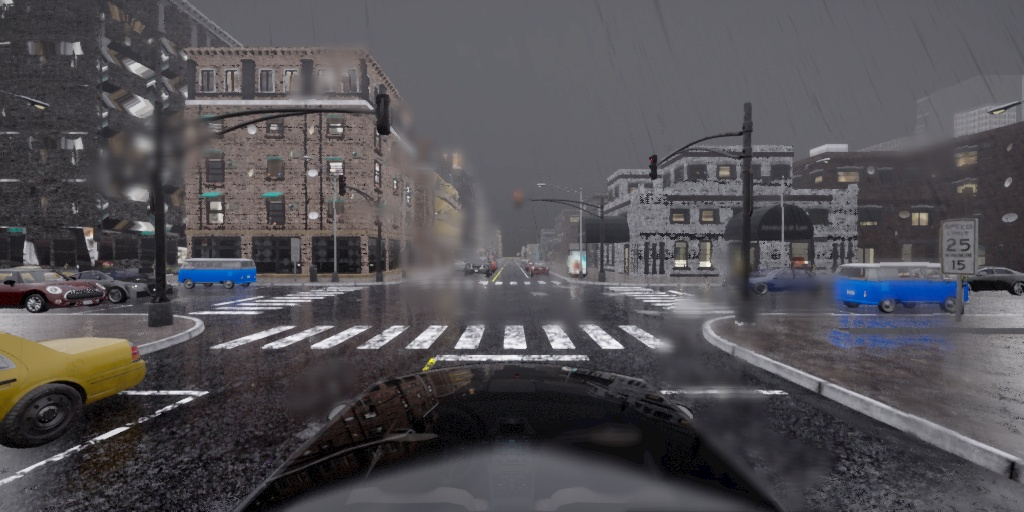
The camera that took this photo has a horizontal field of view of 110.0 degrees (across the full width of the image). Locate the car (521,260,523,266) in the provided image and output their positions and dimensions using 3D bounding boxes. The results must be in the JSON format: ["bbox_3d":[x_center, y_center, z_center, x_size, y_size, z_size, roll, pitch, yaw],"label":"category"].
[{"bbox_3d":[2.656,1.321,52.331,2.007,1.370,4.403,0,0,0],"label":"car"}]

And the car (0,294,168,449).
[{"bbox_3d":[-5.692,1.275,2.598,1.751,1.417,4.829,0,0,0],"label":"car"}]

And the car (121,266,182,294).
[{"bbox_3d":[-17.743,1.296,15.869,4.181,1.385,1.994,0,0,-1],"label":"car"}]

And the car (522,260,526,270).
[{"bbox_3d":[2.660,1.347,46.634,1.802,1.307,4.207,0,0,0],"label":"car"}]

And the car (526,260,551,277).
[{"bbox_3d":[2.668,1.195,35.241,1.967,1.591,4.097,0,0,0],"label":"car"}]

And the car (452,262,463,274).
[{"bbox_3d":[-5.717,1.310,40.920,2.007,1.370,4.403,0,0,0],"label":"car"}]

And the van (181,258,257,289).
[{"bbox_3d":[-17.778,1.030,21.666,3.998,1.789,1.690,0,0,0],"label":"van"}]

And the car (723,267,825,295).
[{"bbox_3d":[14.498,1.320,19.334,5.357,1.411,2.033,0,0,-1],"label":"car"}]

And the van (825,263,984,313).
[{"bbox_3d":[14.648,1.156,13.548,3.998,1.789,1.690,0,0,0],"label":"van"}]

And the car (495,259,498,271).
[{"bbox_3d":[-3.126,0.985,45.057,2.150,2.045,5.566,0,0,0],"label":"car"}]

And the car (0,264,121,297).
[{"bbox_3d":[-17.730,1.190,13.286,4.097,1.591,1.967,0,0,0],"label":"car"}]

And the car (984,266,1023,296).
[{"bbox_3d":[24.872,1.291,19.416,4.902,1.511,2.128,0,0,-1],"label":"car"}]

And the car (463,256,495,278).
[{"bbox_3d":[-3.116,0.977,34.750,2.150,2.045,5.566,0,0,0],"label":"car"}]

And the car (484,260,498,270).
[{"bbox_3d":[-3.121,1.299,54.979,1.812,1.442,4.674,0,0,0],"label":"car"}]
